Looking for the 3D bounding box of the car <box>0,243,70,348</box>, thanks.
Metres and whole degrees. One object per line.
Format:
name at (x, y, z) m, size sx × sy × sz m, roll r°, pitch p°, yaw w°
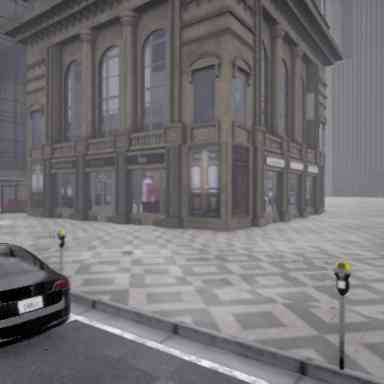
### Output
car at (-3.876, 1.561, 5.723) m, size 4.313 × 1.339 × 1.947 m, roll 0°, pitch 0°, yaw 35°
